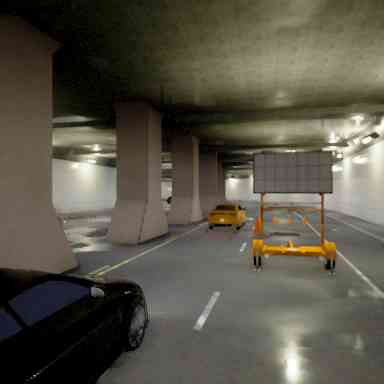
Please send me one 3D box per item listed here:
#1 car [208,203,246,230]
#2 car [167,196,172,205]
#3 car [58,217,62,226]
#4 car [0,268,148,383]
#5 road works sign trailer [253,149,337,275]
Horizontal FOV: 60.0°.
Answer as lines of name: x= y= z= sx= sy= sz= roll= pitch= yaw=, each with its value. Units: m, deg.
car: x=2.336 y=1.470 z=21.378 sx=1.882 sy=1.535 sz=5.008 roll=0 pitch=0 yaw=14
car: x=-3.374 y=1.487 z=57.743 sx=1.837 sy=1.490 sz=4.892 roll=0 pitch=-1 yaw=-3
car: x=-7.166 y=1.348 z=12.982 sx=2.097 sy=1.767 sz=4.553 roll=0 pitch=0 yaw=14
car: x=-2.035 y=1.563 z=3.752 sx=1.994 sy=1.385 sz=4.181 roll=0 pitch=0 yaw=14
road works sign trailer: x=3.170 y=0.460 z=10.612 sx=2.380 sy=3.560 sz=2.880 roll=0 pitch=0 yaw=14
